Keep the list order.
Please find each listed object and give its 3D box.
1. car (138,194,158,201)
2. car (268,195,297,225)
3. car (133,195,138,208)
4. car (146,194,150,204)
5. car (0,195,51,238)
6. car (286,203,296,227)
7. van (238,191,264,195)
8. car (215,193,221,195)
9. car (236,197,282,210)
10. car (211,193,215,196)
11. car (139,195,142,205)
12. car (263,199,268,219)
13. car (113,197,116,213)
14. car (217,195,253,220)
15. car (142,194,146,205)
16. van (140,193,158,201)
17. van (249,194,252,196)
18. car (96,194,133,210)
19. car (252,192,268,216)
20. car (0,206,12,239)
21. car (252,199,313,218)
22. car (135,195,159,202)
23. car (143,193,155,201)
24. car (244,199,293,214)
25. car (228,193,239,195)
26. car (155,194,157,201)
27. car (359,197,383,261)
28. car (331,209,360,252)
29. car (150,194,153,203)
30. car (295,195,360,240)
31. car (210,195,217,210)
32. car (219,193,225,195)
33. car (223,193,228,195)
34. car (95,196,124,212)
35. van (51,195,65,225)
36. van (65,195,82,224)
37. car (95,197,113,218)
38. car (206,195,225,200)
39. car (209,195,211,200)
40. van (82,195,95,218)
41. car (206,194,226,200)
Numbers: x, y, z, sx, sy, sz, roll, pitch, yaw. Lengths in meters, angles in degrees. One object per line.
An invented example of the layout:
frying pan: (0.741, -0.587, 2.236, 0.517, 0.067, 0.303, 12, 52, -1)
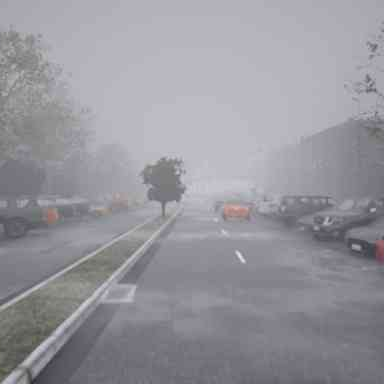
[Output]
car: (-11.158, 1.336, 84.678, 4.553, 1.767, 2.185, -1, 0, -24)
car: (8.110, 1.255, 21.268, 5.566, 2.045, 2.435, 1, 0, -19)
car: (-9.688, 1.458, 40.322, 5.366, 1.575, 1.946, -1, 0, -19)
car: (-9.912, 1.493, 55.069, 4.792, 1.488, 2.163, -1, 0, -21)
car: (-10.204, 1.213, 16.440, 5.566, 2.045, 2.435, -1, 0, -19)
car: (8.010, 1.535, 18.236, 4.792, 1.488, 2.163, 1, 0, -19)
van: (8.229, 1.274, 39.257, 4.442, 1.987, 1.878, 1, 0, -19)
car: (8.087, 1.234, 66.454, 5.566, 2.045, 2.435, 1, 0, -22)
car: (8.537, 1.500, 42.381, 5.366, 1.575, 1.946, 1, 0, -20)
car: (7.551, 1.517, 78.544, 4.674, 1.452, 2.002, 1, 0, -24)
car: (-9.801, 1.337, 46.202, 4.553, 1.767, 2.185, -1, 0, -20)
car: (8.129, 1.505, 24.258, 5.008, 1.535, 2.097, 1, 0, -19)
car: (-9.996, 1.493, 31.320, 4.792, 1.488, 2.163, -1, 0, -19)
car: (3.520, 1.358, 28.160, 2.097, 1.767, 4.553, 0, 0, 1)
car: (-9.823, 1.463, 49.158, 5.008, 1.535, 2.097, -1, 0, -20)
van: (-11.312, 1.235, 87.669, 4.442, 1.987, 1.878, -1, 0, -24)
van: (8.152, 1.275, 33.233, 4.442, 1.987, 1.878, 1, 0, -19)
car: (-9.920, 1.212, 37.271, 5.566, 2.045, 2.435, -1, 0, -19)
car: (8.198, 1.254, 27.276, 5.566, 2.045, 2.435, 1, 0, -19)
car: (-10.220, 1.504, 13.477, 4.674, 1.452, 2.002, -1, 0, -19)
car: (8.216, 1.504, 30.267, 5.008, 1.535, 2.097, 1, 0, -19)
car: (-10.620, 1.457, 78.835, 5.366, 1.575, 1.946, -1, 0, -23)
car: (-9.996, 1.463, 61.007, 5.008, 1.535, 2.097, -1, 0, -21)
car: (8.324, 1.532, 36.300, 4.792, 1.488, 2.163, 1, 0, -19)
car: (8.366, 1.369, 51.364, 4.553, 1.767, 2.185, 1, 0, -21)
car: (-10.365, 1.462, 66.855, 5.366, 1.575, 1.946, -1, 0, -22)
car: (7.881, 1.257, 9.215, 5.566, 2.045, 2.435, 1, 0, -19)
car: (7.922, 1.537, 12.224, 4.792, 1.488, 2.163, 1, 0, -19)
car: (-9.906, 1.492, 58.063, 4.792, 1.488, 2.163, -1, 0, -21)
car: (7.973, 1.255, 15.228, 5.566, 2.045, 2.435, 1, 0, -19)
car: (3.685, 1.509, 41.970, 1.837, 1.490, 4.892, 0, 1, 1)
car: (8.206, 1.488, 63.448, 5.008, 1.535, 2.097, 1, 0, -22)
car: (8.324, 1.491, 57.412, 5.008, 1.535, 2.097, 1, 0, -21)
car: (-9.904, 1.492, 34.322, 4.792, 1.488, 2.163, -1, 0, -19)
van: (-10.025, 1.237, 19.468, 4.442, 1.987, 1.878, -1, 0, -19)
van: (-9.986, 1.237, 22.445, 4.442, 1.987, 1.878, -1, 0, -19)
car: (-9.835, 1.459, 28.420, 5.366, 1.575, 1.946, -1, 0, -19)
car: (6.648, 1.502, 93.576, 4.792, 1.488, 2.163, 1, 0, -25)
car: (7.381, 1.476, 81.557, 4.892, 1.521, 2.231, 1, 0, -24)
van: (-9.946, 1.237, 25.423, 4.442, 1.987, 1.878, -1, 0, -19)
car: (6.550, 1.462, 90.516, 5.366, 1.575, 1.946, 1, 0, -25)
